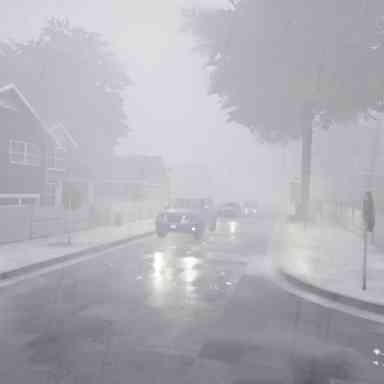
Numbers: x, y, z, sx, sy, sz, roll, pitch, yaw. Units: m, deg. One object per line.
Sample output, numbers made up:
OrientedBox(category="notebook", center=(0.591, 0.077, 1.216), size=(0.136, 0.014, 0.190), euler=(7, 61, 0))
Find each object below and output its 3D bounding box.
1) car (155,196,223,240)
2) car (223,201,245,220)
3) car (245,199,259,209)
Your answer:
OrientedBox(category="car", center=(-0.106, 1.238, 17.832), size=(2.150, 2.045, 5.566), euler=(1, 0, 16))
OrientedBox(category="car", center=(3.217, 1.557, 29.527), size=(1.882, 1.535, 5.008), euler=(1, 1, 16))
OrientedBox(category="car", center=(8.794, 1.749, 48.850), size=(1.994, 1.385, 4.181), euler=(1, 0, 16))
